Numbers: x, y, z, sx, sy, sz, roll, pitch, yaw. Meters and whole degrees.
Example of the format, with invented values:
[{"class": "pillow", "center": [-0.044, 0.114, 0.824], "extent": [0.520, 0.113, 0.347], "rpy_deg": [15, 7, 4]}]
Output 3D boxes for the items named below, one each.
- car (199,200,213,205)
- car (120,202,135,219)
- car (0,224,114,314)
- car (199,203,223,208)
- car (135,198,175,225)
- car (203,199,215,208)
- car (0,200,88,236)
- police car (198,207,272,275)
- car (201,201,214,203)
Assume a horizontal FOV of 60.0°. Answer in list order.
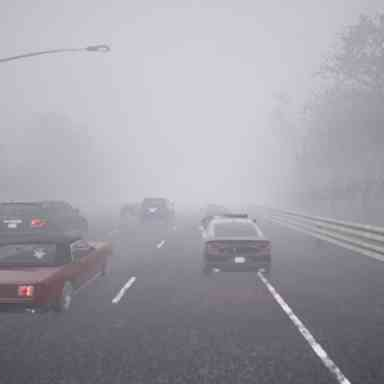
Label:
[{"class": "car", "center": [1.921, 1.953, 46.588], "extent": [1.812, 1.442, 4.674], "rpy_deg": [0, -1, 5]}, {"class": "car", "center": [-5.798, 1.818, 33.260], "extent": [1.837, 1.490, 4.892], "rpy_deg": [0, -1, 3]}, {"class": "car", "center": [-3.248, 1.676, 7.703], "extent": [1.895, 1.301, 4.718], "rpy_deg": [0, -1, 1]}, {"class": "car", "center": [1.565, 1.660, 20.689], "extent": [1.882, 1.535, 5.008], "rpy_deg": [0, -1, 2]}, {"class": "car", "center": [-2.650, 1.462, 26.143], "extent": [2.150, 2.045, 5.566], "rpy_deg": [0, -1, 3]}, {"class": "car", "center": [3.169, 2.130, 62.336], "extent": [2.033, 1.411, 5.357], "rpy_deg": [0, -1, 5]}, {"class": "car", "center": [-6.566, 1.367, 15.028], "extent": [2.150, 2.045, 5.566], "rpy_deg": [0, -1, 2]}, {"class": "police car", "center": [1.260, 1.519, 10.929], "extent": [1.930, 1.638, 5.238], "rpy_deg": [0, -1, 1]}, {"class": "car", "center": [1.810, 1.742, 26.608], "extent": [1.837, 1.490, 4.892], "rpy_deg": [0, -1, 3]}]
